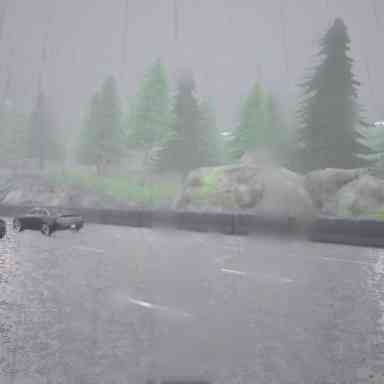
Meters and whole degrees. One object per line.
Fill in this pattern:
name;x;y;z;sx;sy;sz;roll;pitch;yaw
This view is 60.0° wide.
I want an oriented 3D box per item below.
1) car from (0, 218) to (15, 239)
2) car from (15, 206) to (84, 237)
car;-10.906;1.553;16.214;4.892;1.490;1.837;0;0;36
car;-8.046;1.546;18.464;4.902;1.511;2.128;0;0;36
